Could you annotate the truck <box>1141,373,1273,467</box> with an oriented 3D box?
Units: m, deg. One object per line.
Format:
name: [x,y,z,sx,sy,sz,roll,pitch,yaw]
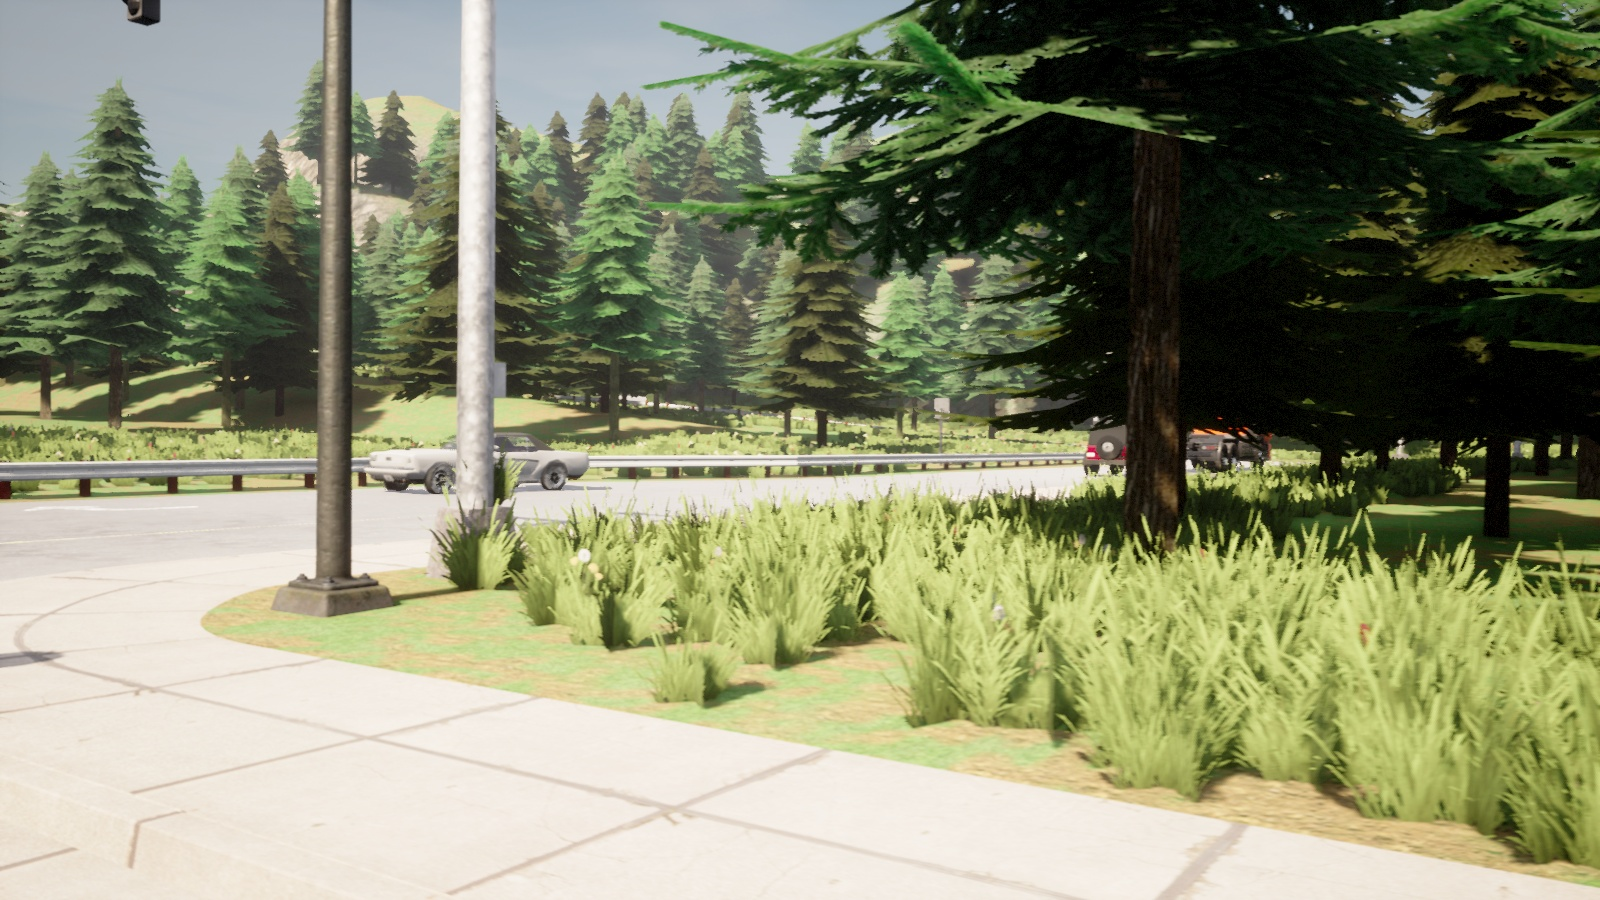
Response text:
truck: [16.520,-1.189,50.549,2.891,3.462,7.936,0,1,35]

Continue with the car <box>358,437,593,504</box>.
car: [-7.009,0.385,27.521,1.895,1.301,4.718,1,1,42]

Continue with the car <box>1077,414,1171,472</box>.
car: [11.030,-0.254,42.610,1.905,1.878,3.866,0,1,34]
